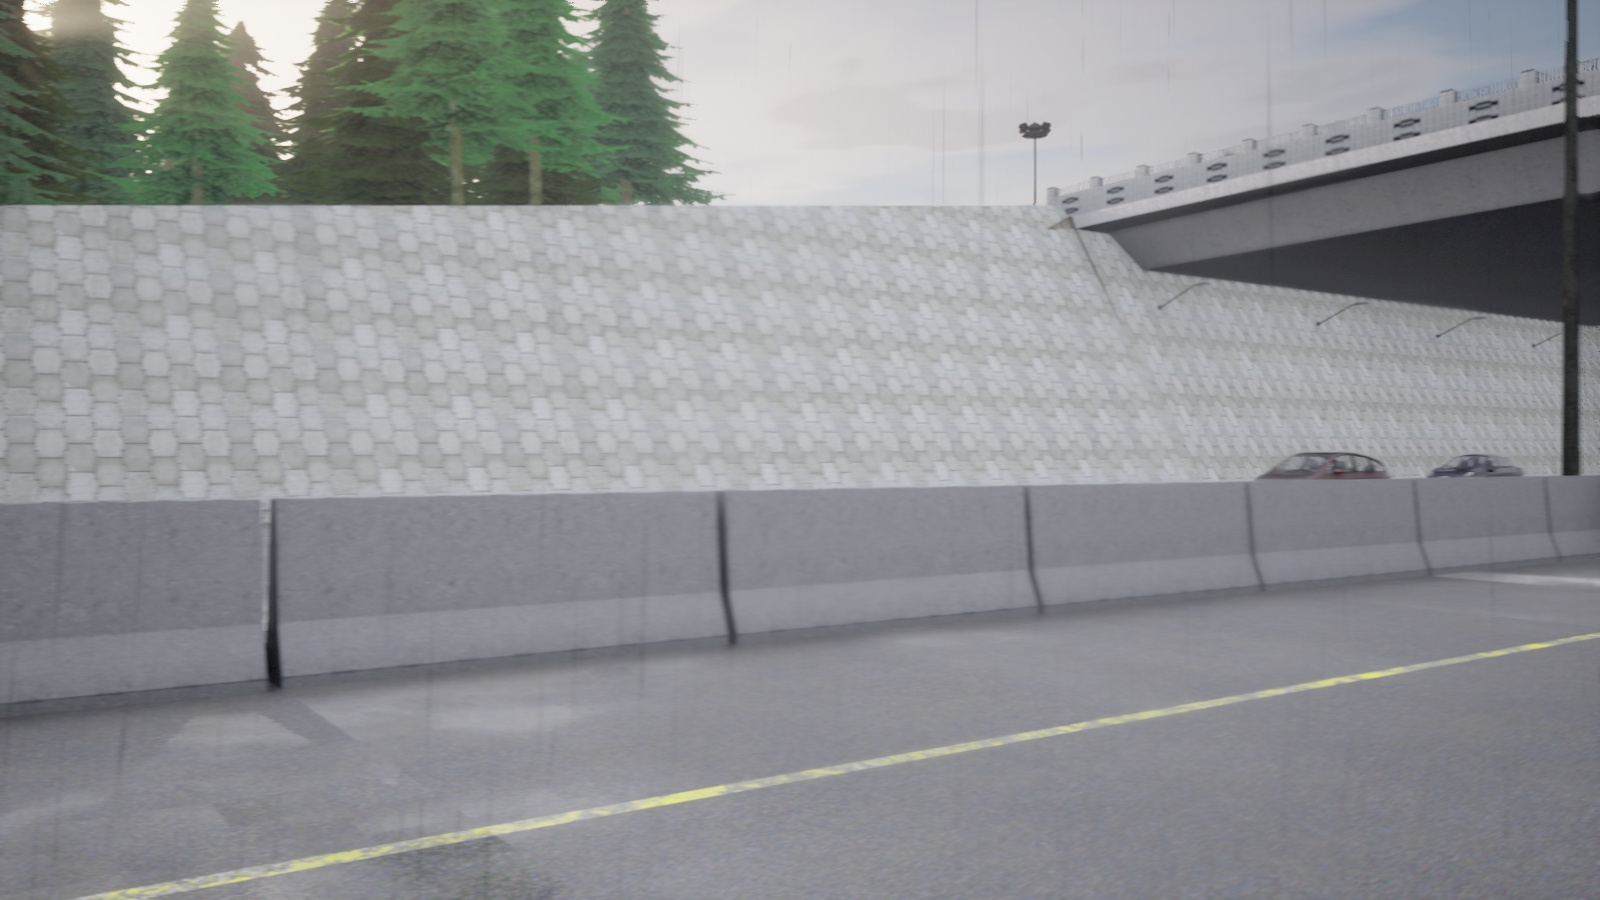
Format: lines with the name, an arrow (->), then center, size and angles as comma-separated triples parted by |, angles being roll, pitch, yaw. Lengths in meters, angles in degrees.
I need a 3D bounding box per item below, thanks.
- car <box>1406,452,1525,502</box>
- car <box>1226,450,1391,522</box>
car -> 21.001, 0.816, 39.598 | 3.633, 1.501, 1.845 | 0, 0, -35
car -> 11.710, 0.772, 28.867 | 3.705, 1.549, 1.789 | 0, 0, -35
